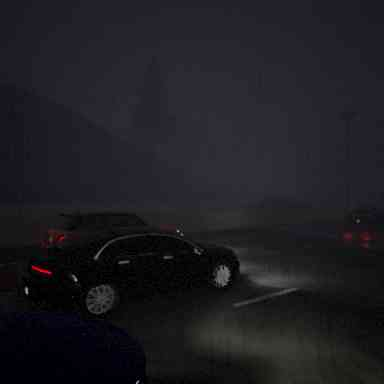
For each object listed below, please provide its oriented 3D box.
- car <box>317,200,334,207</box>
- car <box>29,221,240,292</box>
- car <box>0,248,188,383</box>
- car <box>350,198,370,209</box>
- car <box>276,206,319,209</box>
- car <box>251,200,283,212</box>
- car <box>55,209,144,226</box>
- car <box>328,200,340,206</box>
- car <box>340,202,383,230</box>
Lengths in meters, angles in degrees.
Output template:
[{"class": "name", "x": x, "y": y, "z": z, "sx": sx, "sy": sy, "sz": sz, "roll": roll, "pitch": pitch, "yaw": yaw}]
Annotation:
[{"class": "car", "x": 25.778, "y": 2.185, "z": 64.313, "sx": 1.895, "sy": 1.301, "sz": 4.718, "roll": 0, "pitch": 0, "yaw": 37}, {"class": "car", "x": -1.044, "y": 1.547, "z": 7.463, "sx": 4.892, "sy": 1.490, "sz": 1.837, "roll": 1, "pitch": 0, "yaw": -37}, {"class": "car", "x": -2.640, "y": 1.473, "z": 1.957, "sx": 5.008, "sy": 1.535, "sz": 1.882, "roll": 1, "pitch": 0, "yaw": -35}, {"class": "car", "x": 28.374, "y": 1.905, "z": 56.192, "sx": 2.097, "sy": 1.767, "sz": 4.553, "roll": 0, "pitch": -1, "yaw": 38}, {"class": "car", "x": 11.822, "y": 1.869, "z": 37.327, "sx": 2.033, "sy": 1.411, "sz": 5.357, "roll": 0, "pitch": 0, "yaw": 45}, {"class": "car", "x": 10.458, "y": 1.861, "z": 46.015, "sx": 2.128, "sy": 1.511, "sz": 4.902, "roll": 0, "pitch": 0, "yaw": 43}, {"class": "car", "x": -2.364, "y": 1.407, "z": 10.854, "sx": 4.553, "sy": 1.767, "sz": 2.097, "roll": 1, "pitch": 0, "yaw": -37}, {"class": "car", "x": 26.131, "y": 2.059, "z": 58.953, "sx": 1.837, "sy": 1.490, "sz": 4.892, "roll": 0, "pitch": 0, "yaw": 38}, {"class": "car", "x": 12.656, "y": 1.727, "z": 23.361, "sx": 4.902, "sy": 1.511, "sz": 2.128, "roll": 1, "pitch": 0, "yaw": -42}]
